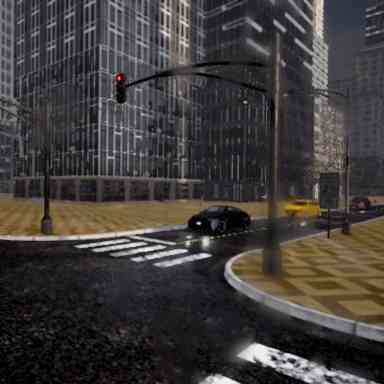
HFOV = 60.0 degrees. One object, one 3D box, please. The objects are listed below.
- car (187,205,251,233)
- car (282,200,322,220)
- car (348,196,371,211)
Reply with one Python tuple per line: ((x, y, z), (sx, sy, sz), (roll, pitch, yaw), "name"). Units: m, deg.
((1.630, 1.474, 19.104), (1.994, 1.385, 4.181), (1, 1, 40), "car")
((9.448, 1.426, 28.369), (1.882, 1.535, 5.008), (1, 1, 40), "car")
((21.127, 1.356, 42.136), (2.097, 1.767, 4.553), (2, 1, 41), "car")
